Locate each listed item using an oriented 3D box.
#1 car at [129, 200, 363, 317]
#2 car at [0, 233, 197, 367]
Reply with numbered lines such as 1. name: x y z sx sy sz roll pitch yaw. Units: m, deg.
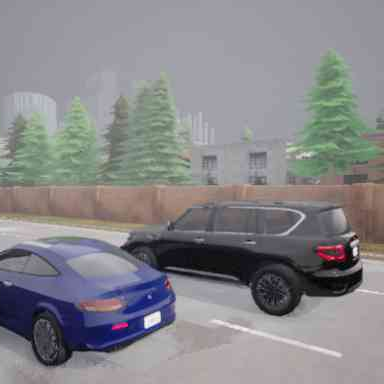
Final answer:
1. car: 0.827 1.199 7.703 5.566 2.045 2.150 0 0 36
2. car: -2.389 1.500 5.698 4.674 1.442 1.812 0 0 36
